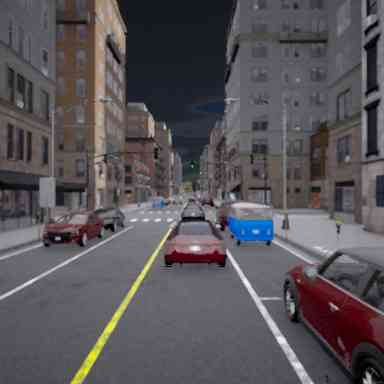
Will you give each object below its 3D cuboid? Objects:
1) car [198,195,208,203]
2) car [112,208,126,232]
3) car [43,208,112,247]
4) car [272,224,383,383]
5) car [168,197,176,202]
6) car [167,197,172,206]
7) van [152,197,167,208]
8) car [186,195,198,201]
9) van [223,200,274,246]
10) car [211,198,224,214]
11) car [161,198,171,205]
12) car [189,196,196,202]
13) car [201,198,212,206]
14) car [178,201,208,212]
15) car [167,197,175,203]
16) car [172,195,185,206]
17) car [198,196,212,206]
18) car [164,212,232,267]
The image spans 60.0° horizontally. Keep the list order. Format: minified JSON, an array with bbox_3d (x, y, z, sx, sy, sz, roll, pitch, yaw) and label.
[{"bbox_3d":[2.696,1.772,80.131,2.192,1.841,5.009,0,0,0],"label":"car"},{"bbox_3d":[-5.385,1.691,21.135,1.947,1.339,4.313,0,0,0],"label":"car"},{"bbox_3d":[-5.386,1.638,15.624,1.887,1.381,4.507,0,0,0],"label":"car"},{"bbox_3d":[2.638,1.468,4.602,1.967,1.590,4.097,0,0,0],"label":"car"},{"bbox_3d":[-5.386,2.069,90.941,2.008,1.369,4.403,0,0,0],"label":"car"},{"bbox_3d":[-5.396,1.933,63.910,1.947,1.339,4.313,0,0,0],"label":"car"},{"bbox_3d":[-5.401,1.648,53.099,1.690,1.788,3.998,0,0,0],"label":"van"},{"bbox_3d":[0.011,1.937,77.889,1.837,1.490,4.892,0,0,0],"label":"car"},{"bbox_3d":[2.639,1.434,15.624,1.690,1.788,3.998,0,0,0],"label":"van"},{"bbox_3d":[2.640,1.439,21.135,2.192,1.841,5.009,0,0,0],"label":"car"},{"bbox_3d":[-5.394,1.942,69.317,1.887,1.381,4.507,0,0,0],"label":"car"},{"bbox_3d":[0.012,1.859,88.308,1.812,1.442,4.674,0,0,0],"label":"car"},{"bbox_3d":[2.708,1.917,63.911,2.008,1.369,4.403,0,0,0],"label":"car"},{"bbox_3d":[0.103,1.730,28.291,1.994,1.385,4.181,0,0,0],"label":"car"},{"bbox_3d":[-5.388,2.012,85.366,1.752,1.417,4.829,0,0,0],"label":"car"},{"bbox_3d":[-2.753,1.877,65.163,1.837,1.490,4.892,0,0,0],"label":"car"},{"bbox_3d":[2.713,1.651,58.506,2.192,1.841,5.009,0,0,0],"label":"car"},{"bbox_3d":[0.101,1.635,11.751,1.994,1.385,4.181,0,0,0],"label":"car"}]
